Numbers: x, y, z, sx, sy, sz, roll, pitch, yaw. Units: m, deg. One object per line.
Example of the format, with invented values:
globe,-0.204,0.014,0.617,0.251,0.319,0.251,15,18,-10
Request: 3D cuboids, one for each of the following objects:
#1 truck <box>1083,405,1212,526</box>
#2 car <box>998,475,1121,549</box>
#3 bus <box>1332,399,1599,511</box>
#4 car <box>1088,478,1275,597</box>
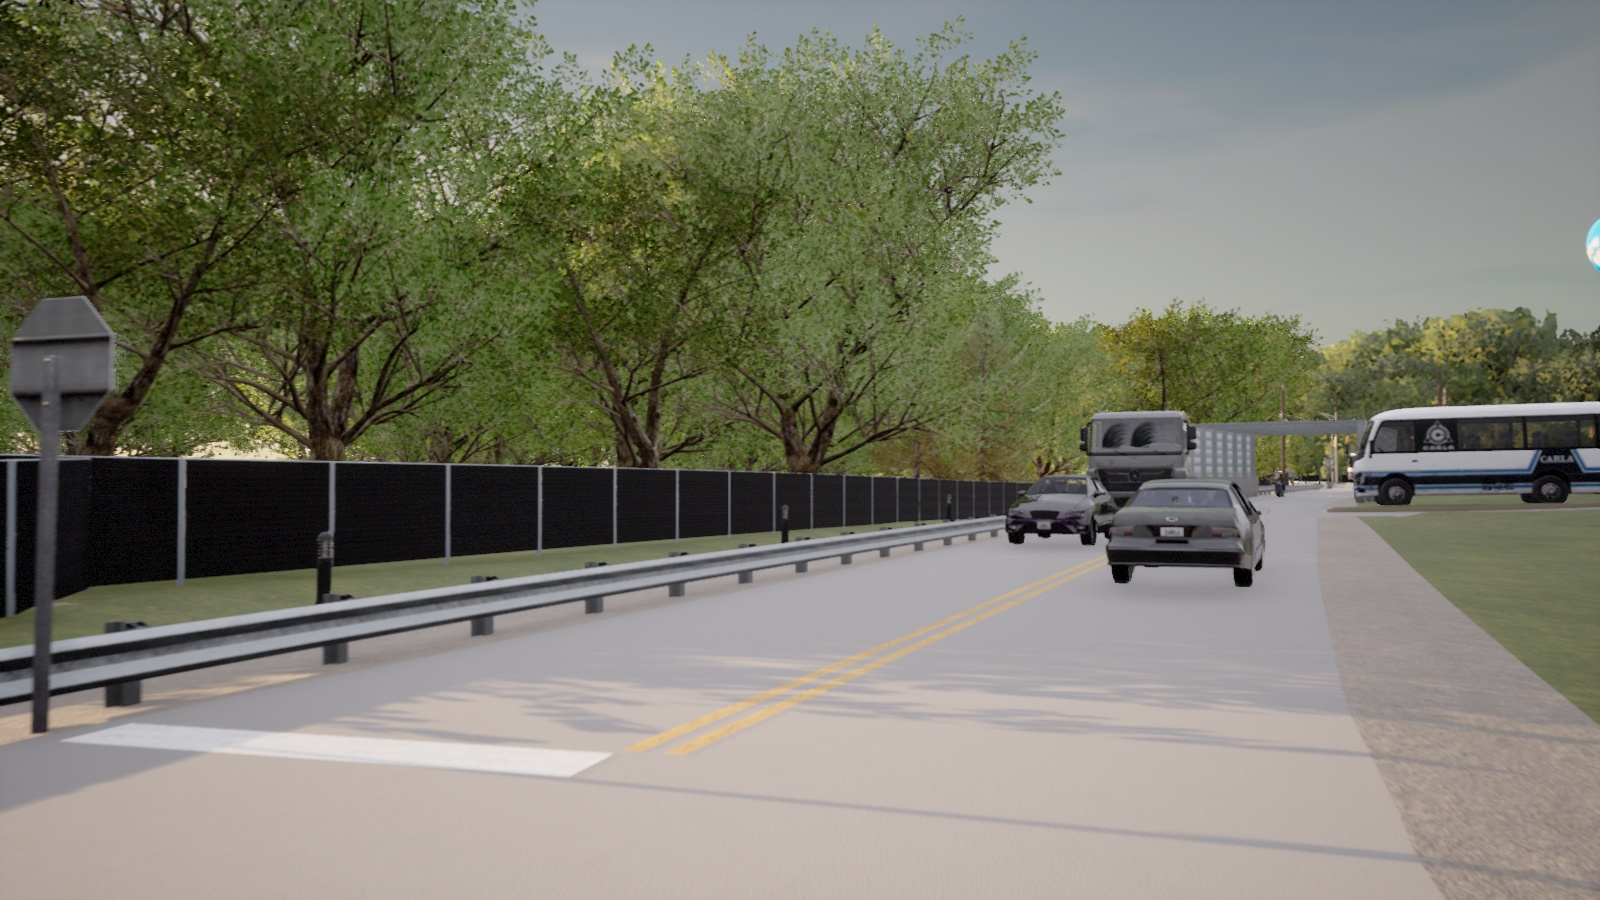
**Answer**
truck,11.245,0.544,40.104,2.891,3.462,7.936,-1,-1,23
car,5.692,1.280,27.160,1.816,1.474,4.193,-1,-1,23
bus,27.969,0.347,52.506,10.273,4.253,3.944,-2,-4,20
car,5.616,1.122,17.976,2.033,1.411,5.357,-1,-1,23
